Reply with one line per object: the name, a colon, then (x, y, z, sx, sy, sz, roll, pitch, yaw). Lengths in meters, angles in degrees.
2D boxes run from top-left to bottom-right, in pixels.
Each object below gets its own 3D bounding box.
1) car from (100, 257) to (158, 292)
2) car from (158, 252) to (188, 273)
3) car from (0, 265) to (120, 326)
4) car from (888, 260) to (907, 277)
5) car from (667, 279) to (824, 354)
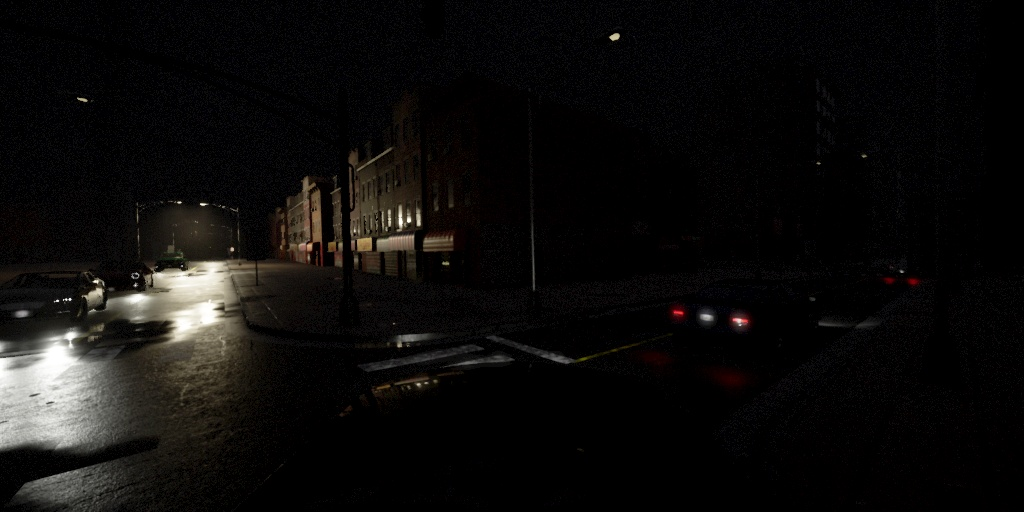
car: (-20.647, 0.999, 18.917, 2.097, 1.767, 4.553, -2, 2, -39)
car: (-35.582, 0.606, 37.565, 2.150, 2.045, 5.566, -2, 2, -39)
car: (-14.534, 1.241, 11.329, 2.128, 1.511, 4.902, -2, 2, -40)
car: (33.001, 1.022, 29.649, 4.674, 1.442, 1.812, 0, 0, -30)
car: (5.872, 1.268, 8.767, 5.357, 1.411, 2.033, 0, 0, -39)
